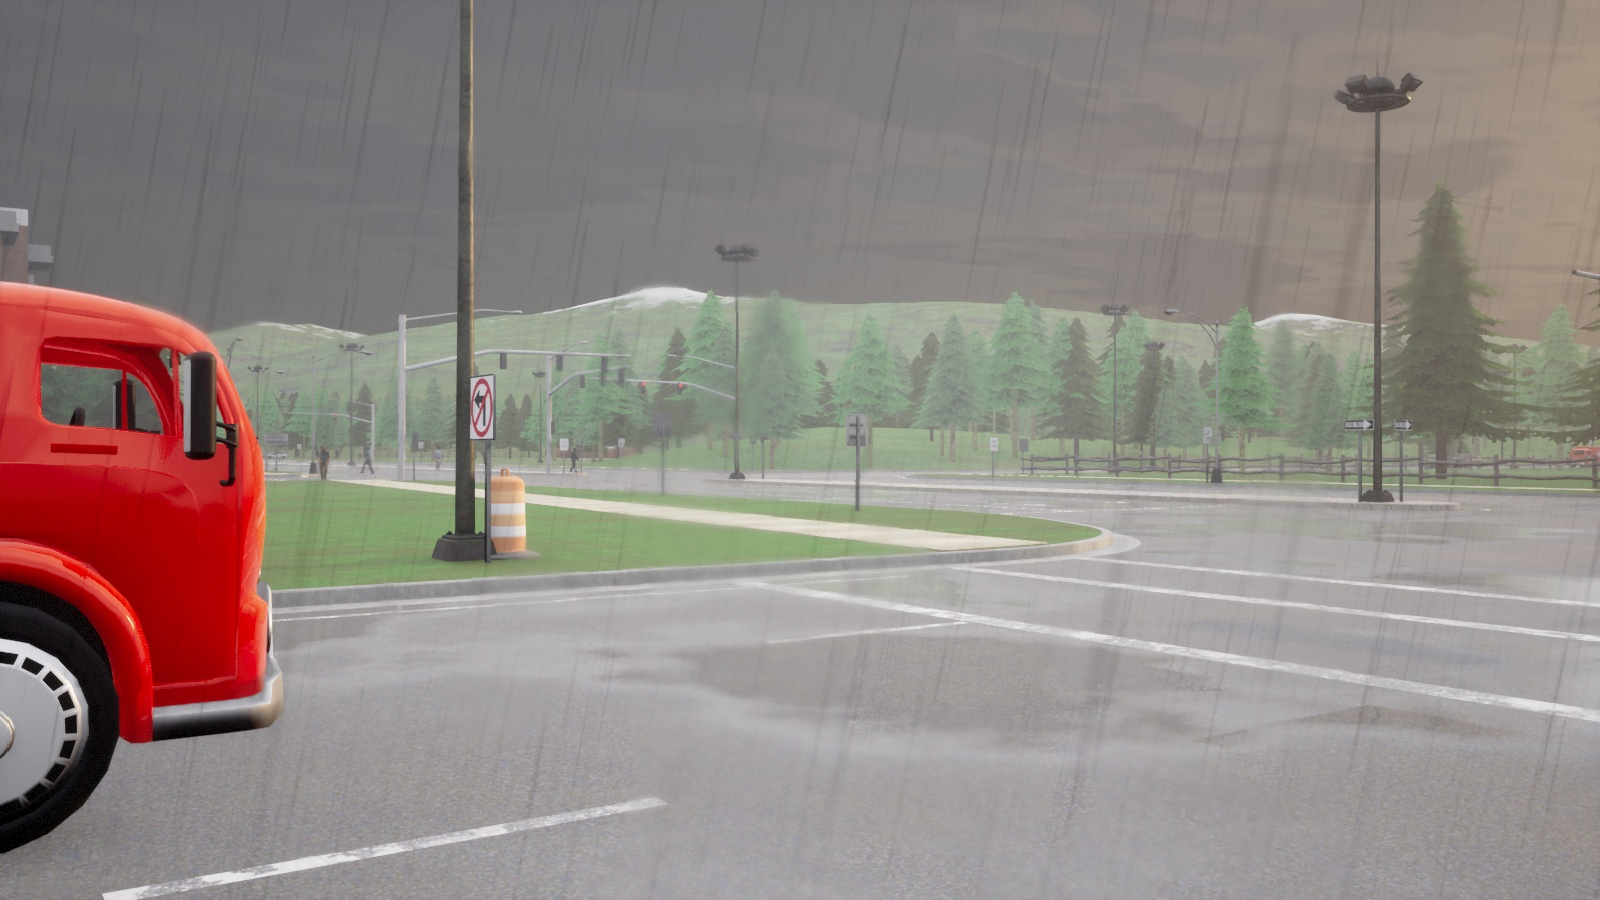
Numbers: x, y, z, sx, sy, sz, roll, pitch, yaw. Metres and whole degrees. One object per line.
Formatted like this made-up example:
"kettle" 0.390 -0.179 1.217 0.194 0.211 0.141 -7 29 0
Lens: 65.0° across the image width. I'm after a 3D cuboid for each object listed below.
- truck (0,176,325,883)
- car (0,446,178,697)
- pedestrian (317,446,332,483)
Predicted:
"truck" -4.782 0.278 4.596 5.204 2.467 2.627 0 0 -35
"car" -6.631 0.734 7.573 4.902 1.511 2.128 0 0 -35
"pedestrian" -23.892 0.746 63.085 0.540 1.848 0.694 0 0 -32
